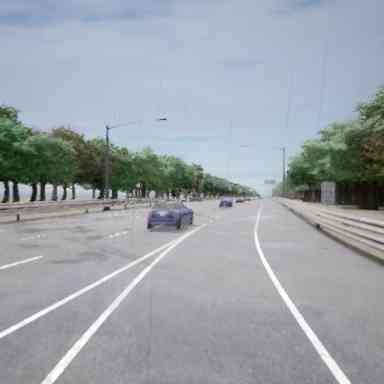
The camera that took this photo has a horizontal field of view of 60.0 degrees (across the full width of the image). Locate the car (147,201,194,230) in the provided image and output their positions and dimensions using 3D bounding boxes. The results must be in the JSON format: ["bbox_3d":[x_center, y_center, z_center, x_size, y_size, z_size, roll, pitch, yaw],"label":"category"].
[{"bbox_3d":[-1.262,1.355,21.409,2.097,1.767,4.553,0,0,12],"label":"car"}]

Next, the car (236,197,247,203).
[{"bbox_3d":[11.711,1.996,80.755,1.895,1.301,4.718,0,-1,13],"label":"car"}]

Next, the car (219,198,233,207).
[{"bbox_3d":[5.429,1.631,52.245,1.812,1.442,4.674,0,0,12],"label":"car"}]
